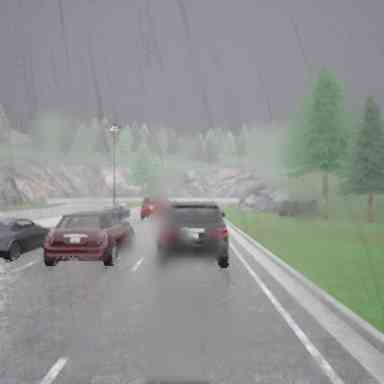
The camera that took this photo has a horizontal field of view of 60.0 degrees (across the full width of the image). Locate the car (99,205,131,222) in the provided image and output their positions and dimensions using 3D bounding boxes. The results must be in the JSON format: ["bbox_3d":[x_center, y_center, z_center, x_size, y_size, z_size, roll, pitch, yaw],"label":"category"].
[{"bbox_3d":[-6.936,1.868,30.506,1.895,1.301,4.718,0,0,0],"label":"car"}]

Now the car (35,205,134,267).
[{"bbox_3d":[-3.443,1.457,11.977,2.097,1.767,4.553,0,-1,0],"label":"car"}]

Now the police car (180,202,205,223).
[{"bbox_3d":[0.061,1.766,29.679,2.038,1.542,4.974,0,0,0],"label":"police car"}]

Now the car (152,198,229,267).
[{"bbox_3d":[0.058,1.330,11.976,2.150,2.045,5.566,0,0,0],"label":"car"}]

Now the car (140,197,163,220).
[{"bbox_3d":[-3.435,1.493,31.166,2.150,2.045,5.566,0,-1,0],"label":"car"}]

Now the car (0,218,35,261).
[{"bbox_3d":[-6.937,1.676,12.722,1.994,1.385,4.181,0,0,0],"label":"car"}]
